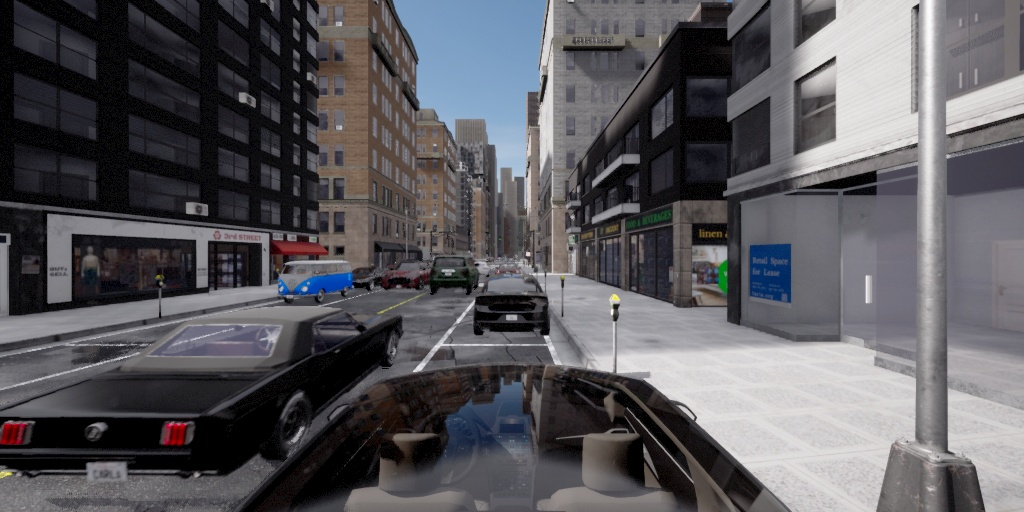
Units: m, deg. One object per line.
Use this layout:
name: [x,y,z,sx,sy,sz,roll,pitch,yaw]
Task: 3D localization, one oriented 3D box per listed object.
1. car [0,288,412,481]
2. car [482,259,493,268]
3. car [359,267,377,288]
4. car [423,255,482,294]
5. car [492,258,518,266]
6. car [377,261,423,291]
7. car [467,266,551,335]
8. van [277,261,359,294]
car: [-3.048,1.351,4.940,1.895,1.301,4.718,0,0,0]
car: [-3.054,1.281,34.989,1.812,1.442,4.674,0,0,0]
car: [-8.813,1.318,21.829,1.948,1.339,4.313,0,0,0]
car: [-3.142,0.974,20.325,2.150,2.045,5.566,0,0,0]
car: [-0.288,1.193,27.330,1.967,1.591,4.097,0,0,0]
car: [-6.244,1.104,21.977,2.097,1.767,4.553,0,0,0]
car: [-0.006,1.228,10.500,1.882,1.535,5.008,0,0,0]
van: [-8.813,1.091,16.328,1.690,1.789,3.998,0,0,0]
